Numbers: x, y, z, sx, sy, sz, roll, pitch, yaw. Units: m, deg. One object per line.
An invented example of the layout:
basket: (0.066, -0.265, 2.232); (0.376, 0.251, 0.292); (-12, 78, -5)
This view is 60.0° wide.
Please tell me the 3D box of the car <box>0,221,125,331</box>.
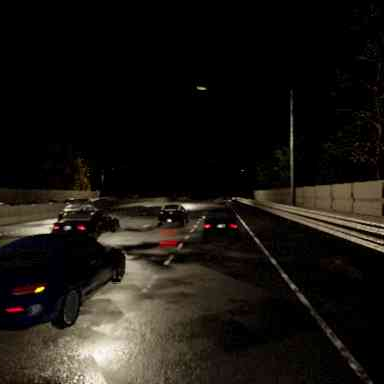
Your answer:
car: (-2.819, 1.581, 6.978); (1.812, 1.442, 4.674); (0, 0, 5)

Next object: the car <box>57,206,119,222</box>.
car: (-5.425, 1.681, 17.625); (2.033, 1.411, 5.357); (0, 0, 5)

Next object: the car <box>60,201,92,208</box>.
car: (-8.291, 1.685, 25.178); (2.128, 1.511, 4.902); (0, 0, 5)

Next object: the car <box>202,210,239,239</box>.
car: (1.534, 1.656, 18.013); (2.033, 1.411, 5.357); (0, 0, 5)

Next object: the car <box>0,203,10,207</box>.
car: (-18.542, 1.763, 30.829); (2.128, 1.511, 4.902); (0, 0, 5)

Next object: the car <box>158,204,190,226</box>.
car: (-1.312, 1.667, 24.644); (1.837, 1.490, 4.892); (0, 0, 5)

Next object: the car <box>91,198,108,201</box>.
car: (-18.696, 2.081, 69.126); (1.812, 1.442, 4.674); (0, -1, 5)

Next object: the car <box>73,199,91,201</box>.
car: (-22.183, 2.112, 69.423); (2.033, 1.411, 5.357); (0, -1, 5)

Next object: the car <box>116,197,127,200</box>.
car: (-15.018, 1.891, 71.068); (2.097, 1.767, 4.553); (0, -1, 5)

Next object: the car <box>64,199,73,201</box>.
car: (-25.670, 2.128, 69.720); (2.033, 1.411, 5.357); (0, -1, 5)

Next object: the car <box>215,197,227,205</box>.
car: (6.181, 2.024, 72.495); (1.812, 1.442, 4.674); (0, -1, 5)
